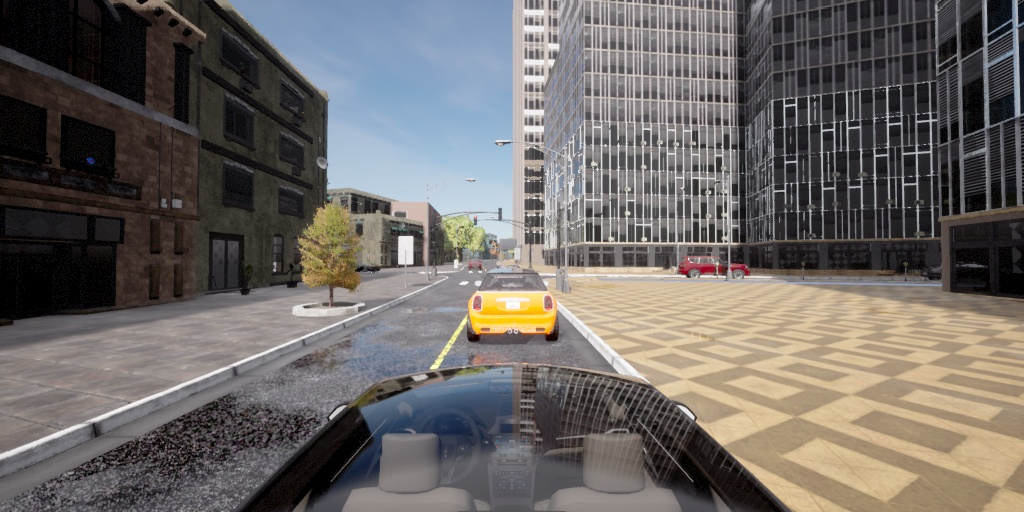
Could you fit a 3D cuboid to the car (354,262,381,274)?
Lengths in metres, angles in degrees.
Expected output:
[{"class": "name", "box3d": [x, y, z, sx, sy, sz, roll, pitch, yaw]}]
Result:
[{"class": "car", "box3d": [-17.770, 1.386, 41.830, 4.718, 1.301, 1.895, 0, -1, 18]}]

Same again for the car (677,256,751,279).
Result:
[{"class": "car", "box3d": [15.742, 0.938, 28.258, 5.009, 1.841, 2.192, 0, 0, 18]}]

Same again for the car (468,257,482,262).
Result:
[{"class": "car", "box3d": [-5.483, 1.240, 53.359, 1.882, 1.535, 5.008, 0, 0, -6]}]

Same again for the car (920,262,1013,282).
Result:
[{"class": "car", "box3d": [32.480, 1.135, 25.584, 4.674, 1.442, 1.812, 0, -1, 18]}]

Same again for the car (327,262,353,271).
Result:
[{"class": "car", "box3d": [-20.590, 1.317, 40.141, 4.313, 1.339, 1.948, 0, 0, 18]}]

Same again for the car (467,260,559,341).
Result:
[{"class": "car", "box3d": [0.003, 1.105, 10.002, 2.097, 1.767, 4.553, 0, 0, 0]}]
